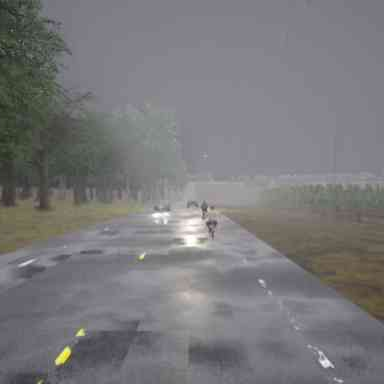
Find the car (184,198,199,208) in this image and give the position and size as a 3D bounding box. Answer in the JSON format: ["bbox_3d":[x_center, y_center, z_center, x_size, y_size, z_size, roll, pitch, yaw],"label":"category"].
[{"bbox_3d":[0.108,1.855,55.896,1.837,1.490,4.892,0,-1,0],"label":"car"}]

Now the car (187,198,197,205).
[{"bbox_3d":[0.015,2.159,73.935,2.128,1.511,4.902,0,-1,0],"label":"car"}]

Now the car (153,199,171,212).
[{"bbox_3d":[-3.578,1.662,40.660,2.128,1.511,4.902,0,0,0],"label":"car"}]

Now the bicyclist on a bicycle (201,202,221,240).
[{"bbox_3d":[0.970,1.462,16.027,0.866,1.612,1.509,0,0,0],"label":"bicyclist on a bicycle"}]
